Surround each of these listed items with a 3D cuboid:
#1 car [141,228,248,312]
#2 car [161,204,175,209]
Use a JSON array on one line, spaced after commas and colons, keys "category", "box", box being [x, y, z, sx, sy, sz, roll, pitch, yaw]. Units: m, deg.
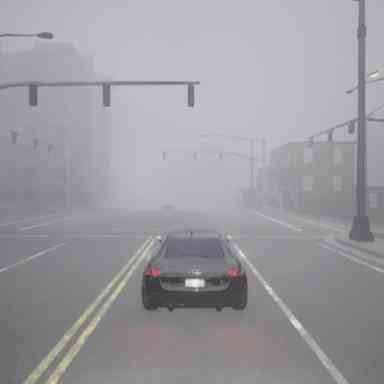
[{"category": "car", "box": [0.053, 1.506, 7.673, 1.994, 1.385, 4.181, 0, 0, 0]}, {"category": "car", "box": [-3.735, 2.644, 52.000, 1.837, 1.490, 4.892, 0, -10, 0]}]
